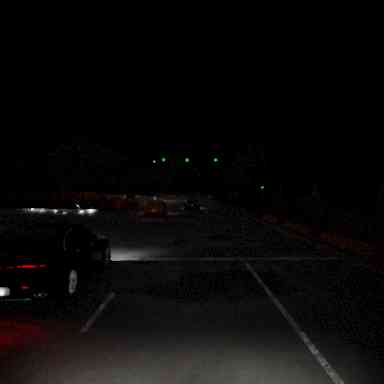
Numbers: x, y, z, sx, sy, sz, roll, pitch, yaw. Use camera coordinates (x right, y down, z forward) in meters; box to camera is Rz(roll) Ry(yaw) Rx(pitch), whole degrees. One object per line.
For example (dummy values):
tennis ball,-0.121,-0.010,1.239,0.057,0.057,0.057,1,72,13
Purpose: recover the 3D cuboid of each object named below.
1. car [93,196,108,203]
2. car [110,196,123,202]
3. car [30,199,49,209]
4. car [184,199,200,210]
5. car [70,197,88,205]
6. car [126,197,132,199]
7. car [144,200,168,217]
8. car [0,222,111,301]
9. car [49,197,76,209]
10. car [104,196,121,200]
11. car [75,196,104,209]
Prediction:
car,-21.157,1.664,77.335,2.033,1.411,5.357,0,0,0
car,-17.658,1.720,77.728,1.895,1.301,4.718,0,0,0
car,-21.164,1.646,47.162,1.994,1.385,4.181,0,0,0
car,0.012,1.645,44.219,1.994,1.385,4.181,0,0,0
car,-21.133,1.635,62.293,1.812,1.442,4.674,0,0,0
car,-14.156,1.482,76.766,2.097,1.767,4.553,0,0,0
car,-3.466,1.536,32.368,1.882,1.535,5.008,0,0,0
car,-3.417,1.521,8.376,1.837,1.490,4.892,0,0,0
car,-17.667,1.645,46.171,1.994,1.385,4.181,0,0,0
car,-14.146,1.656,61.099,2.033,1.411,5.357,0,0,0
car,-14.169,1.645,46.158,1.994,1.385,4.181,0,0,0
